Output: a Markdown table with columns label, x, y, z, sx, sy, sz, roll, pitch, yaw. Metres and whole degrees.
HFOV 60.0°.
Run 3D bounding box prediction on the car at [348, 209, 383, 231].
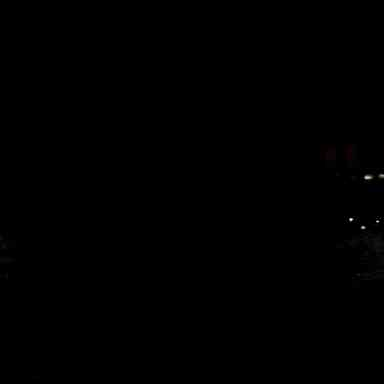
| label | x | y | z | sx | sy | sz | roll | pitch | yaw |
| --- | --- | --- | --- | --- | --- | --- | --- | --- | --- |
| car | 11.289 | 1.668 | 19.721 | 4.718 | 1.301 | 1.895 | 0 | 0 | -35 |

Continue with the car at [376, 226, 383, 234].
| label | x | y | z | sx | sy | sz | roll | pitch | yaw |
| --- | --- | --- | --- | --- | --- | --- | --- | --- | --- |
| car | 7.165 | 1.581 | 8.551 | 5.357 | 1.411 | 2.033 | 0 | 0 | -35 |
